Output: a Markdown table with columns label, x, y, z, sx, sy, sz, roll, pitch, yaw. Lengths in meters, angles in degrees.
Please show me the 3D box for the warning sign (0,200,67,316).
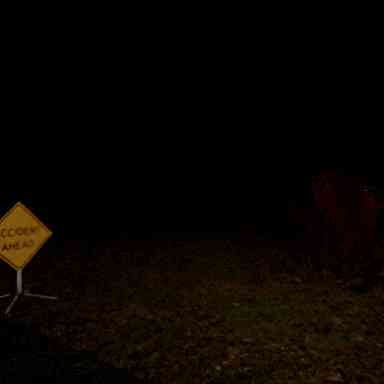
| label | x | y | z | sx | sy | sz | roll | pitch | yaw |
| --- | --- | --- | --- | --- | --- | --- | --- | --- | --- |
| warning sign | -3.254 | 1.112 | 6.246 | 1.060 | 1.860 | 1.300 | 0 | 0 | 36 |
